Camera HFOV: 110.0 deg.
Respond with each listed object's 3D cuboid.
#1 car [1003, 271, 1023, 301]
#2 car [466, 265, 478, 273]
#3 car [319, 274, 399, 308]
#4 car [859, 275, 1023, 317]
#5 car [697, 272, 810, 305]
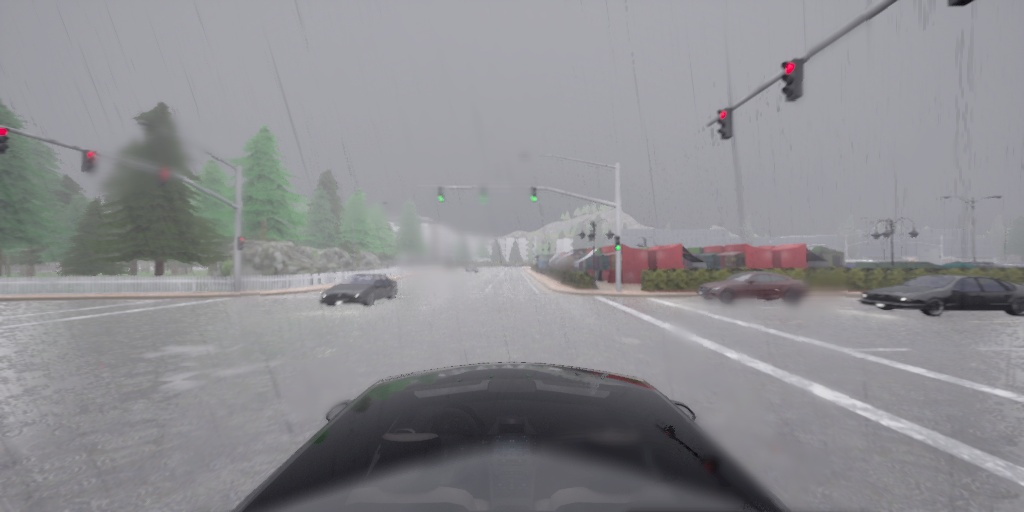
[{"bbox_3d":[27.120,1.450,16.829,5.357,1.411,2.033,0,-1,0],"label":"car"},{"bbox_3d":[-7.017,2.284,63.357,2.128,1.511,4.902,0,-1,0],"label":"car"},{"bbox_3d":[-7.015,1.555,17.198,2.033,1.411,5.357,0,-1,0],"label":"car"},{"bbox_3d":[16.201,1.409,13.246,5.357,1.411,2.033,0,-1,0],"label":"car"},{"bbox_3d":[11.149,1.455,16.713,4.674,1.442,1.812,0,-1,0],"label":"car"}]
